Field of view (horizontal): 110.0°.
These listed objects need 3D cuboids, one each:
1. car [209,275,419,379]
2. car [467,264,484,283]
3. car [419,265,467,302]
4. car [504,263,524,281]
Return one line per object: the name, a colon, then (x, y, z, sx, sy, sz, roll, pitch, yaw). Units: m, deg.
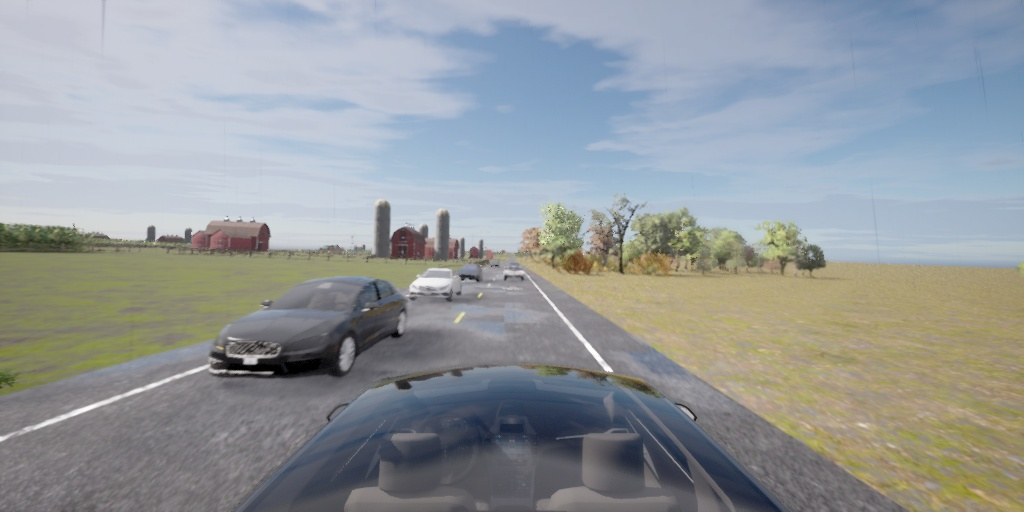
car: (-3.564, 1.206, 7.345, 1.837, 1.490, 4.892, 1, 0, 0)
car: (-3.443, 1.429, 30.460, 2.033, 1.411, 5.357, 1, 0, 1)
car: (-3.539, 1.305, 17.487, 1.812, 1.442, 4.674, 1, 0, 0)
car: (0.191, 1.604, 34.102, 1.895, 1.301, 4.718, 1, 0, 0)
